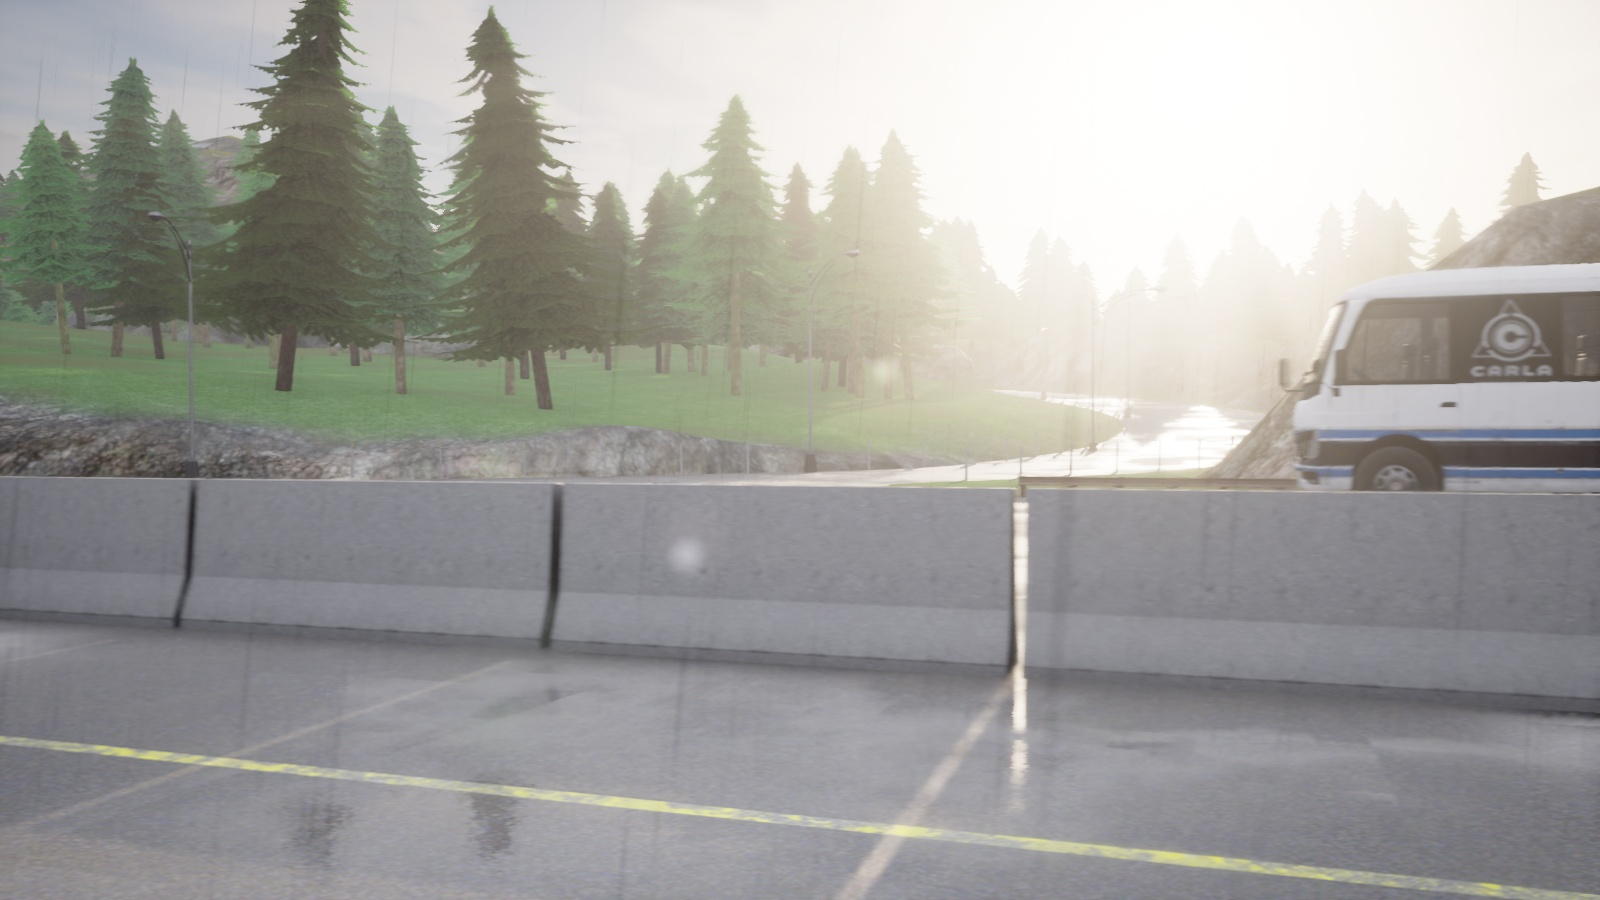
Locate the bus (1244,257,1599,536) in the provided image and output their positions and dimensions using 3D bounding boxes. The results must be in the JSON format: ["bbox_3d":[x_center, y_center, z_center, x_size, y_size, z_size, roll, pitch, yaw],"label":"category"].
[{"bbox_3d":[12.925,-0.837,20.979,10.273,4.253,3.944,1,1,19],"label":"bus"}]
